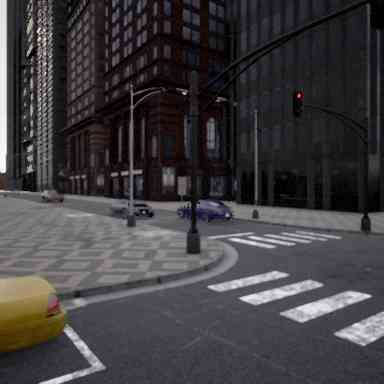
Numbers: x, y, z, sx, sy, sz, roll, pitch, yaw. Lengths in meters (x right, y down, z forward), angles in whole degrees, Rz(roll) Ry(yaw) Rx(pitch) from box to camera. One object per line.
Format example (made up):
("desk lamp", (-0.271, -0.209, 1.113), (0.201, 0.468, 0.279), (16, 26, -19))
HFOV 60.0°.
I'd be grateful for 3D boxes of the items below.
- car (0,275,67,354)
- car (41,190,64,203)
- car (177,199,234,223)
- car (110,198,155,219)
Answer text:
("car", (-4.039, 1.525, 3.768), (4.829, 1.417, 1.752), (0, 0, -35))
("car", (-18.264, 0.531, 43.528), (2.097, 1.767, 4.553), (0, 1, -35))
("car", (0.840, 1.214, 22.493), (1.812, 1.442, 4.674), (0, 1, -36))
("car", (-4.428, 1.164, 24.263), (1.994, 1.385, 4.181), (0, 1, -36))
